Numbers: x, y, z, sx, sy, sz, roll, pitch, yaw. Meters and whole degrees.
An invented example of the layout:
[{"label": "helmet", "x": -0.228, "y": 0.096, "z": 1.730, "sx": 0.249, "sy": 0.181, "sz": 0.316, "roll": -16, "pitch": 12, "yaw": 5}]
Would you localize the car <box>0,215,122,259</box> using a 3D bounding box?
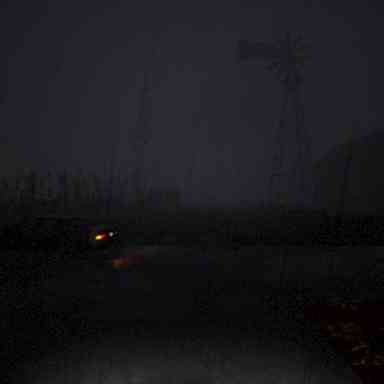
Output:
[{"label": "car", "x": -5.424, "y": 1.585, "z": 12.472, "sx": 5.357, "sy": 1.411, "sz": 2.033, "roll": 0, "pitch": 0, "yaw": 10}]
